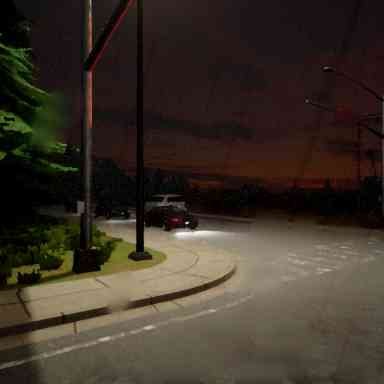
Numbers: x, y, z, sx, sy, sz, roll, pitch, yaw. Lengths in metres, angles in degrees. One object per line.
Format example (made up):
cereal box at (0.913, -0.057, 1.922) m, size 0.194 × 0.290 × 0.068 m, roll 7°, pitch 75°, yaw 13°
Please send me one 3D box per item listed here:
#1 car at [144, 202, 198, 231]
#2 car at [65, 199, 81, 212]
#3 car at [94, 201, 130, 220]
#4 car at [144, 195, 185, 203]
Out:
car at (-1.405, 1.591, 20.710) m, size 1.994 × 1.385 × 4.181 m, roll 0°, pitch 0°, yaw -34°
car at (-12.824, 1.504, 37.473) m, size 1.882 × 1.535 × 5.008 m, roll 0°, pitch 0°, yaw -34°
car at (-6.990, 1.533, 28.901) m, size 1.837 × 1.490 × 4.892 m, roll 0°, pitch 0°, yaw -34°
car at (-2.640, 1.248, 29.088) m, size 2.150 × 2.045 × 5.566 m, roll 0°, pitch 0°, yaw -34°
